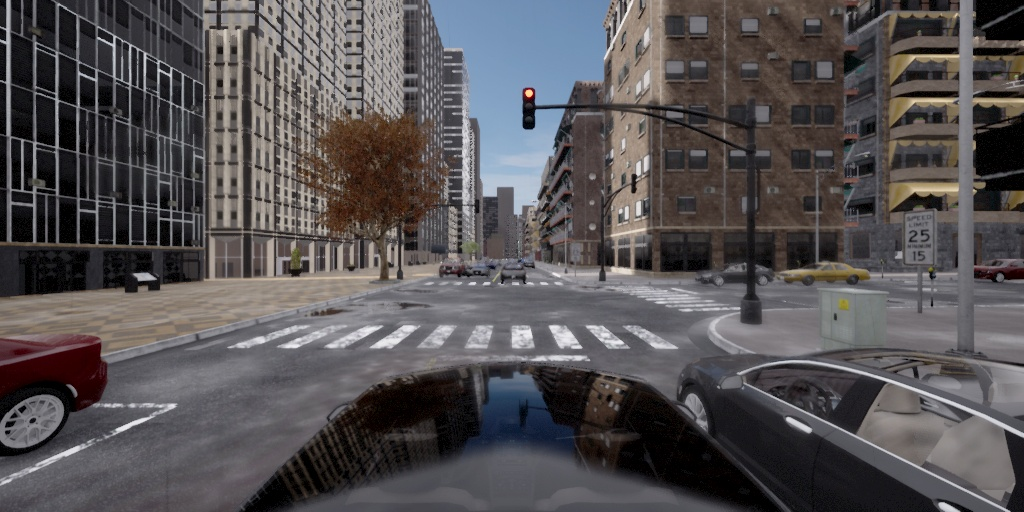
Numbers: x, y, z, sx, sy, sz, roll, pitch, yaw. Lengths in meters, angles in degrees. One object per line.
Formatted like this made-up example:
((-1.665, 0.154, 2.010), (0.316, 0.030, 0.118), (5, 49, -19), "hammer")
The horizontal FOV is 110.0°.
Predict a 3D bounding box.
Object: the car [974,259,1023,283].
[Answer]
((30.139, 0.858, 21.928), (4.507, 1.381, 1.888), (0, 0, -1), "car")

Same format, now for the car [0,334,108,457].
((-5.691, 1.295, 2.347), (1.888, 1.381, 4.507), (0, 0, 0), "car")

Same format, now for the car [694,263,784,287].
((13.438, 1.094, 21.760), (4.403, 1.370, 2.007), (0, 0, -1), "car")

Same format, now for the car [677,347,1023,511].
((2.689, 1.300, 2.346), (2.007, 1.370, 4.403), (0, 0, 0), "car")

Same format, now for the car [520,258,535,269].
((2.697, 1.346, 56.824), (1.948, 1.339, 4.313), (0, 0, 0), "car")

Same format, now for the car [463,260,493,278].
((-3.095, 1.325, 33.623), (1.994, 1.385, 4.181), (0, 0, 0), "car")

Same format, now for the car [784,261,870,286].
((18.835, 0.992, 21.814), (4.829, 1.417, 1.751), (0, 0, -1), "car")

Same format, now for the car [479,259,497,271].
((-3.086, 1.374, 49.447), (1.895, 1.301, 4.718), (0, 0, 0), "car")

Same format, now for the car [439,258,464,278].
((-5.687, 1.077, 34.734), (2.192, 1.841, 5.009), (0, 0, 0), "car")

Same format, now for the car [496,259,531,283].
((0.104, 1.249, 27.542), (2.128, 1.511, 4.902), (0, 0, 0), "car")
